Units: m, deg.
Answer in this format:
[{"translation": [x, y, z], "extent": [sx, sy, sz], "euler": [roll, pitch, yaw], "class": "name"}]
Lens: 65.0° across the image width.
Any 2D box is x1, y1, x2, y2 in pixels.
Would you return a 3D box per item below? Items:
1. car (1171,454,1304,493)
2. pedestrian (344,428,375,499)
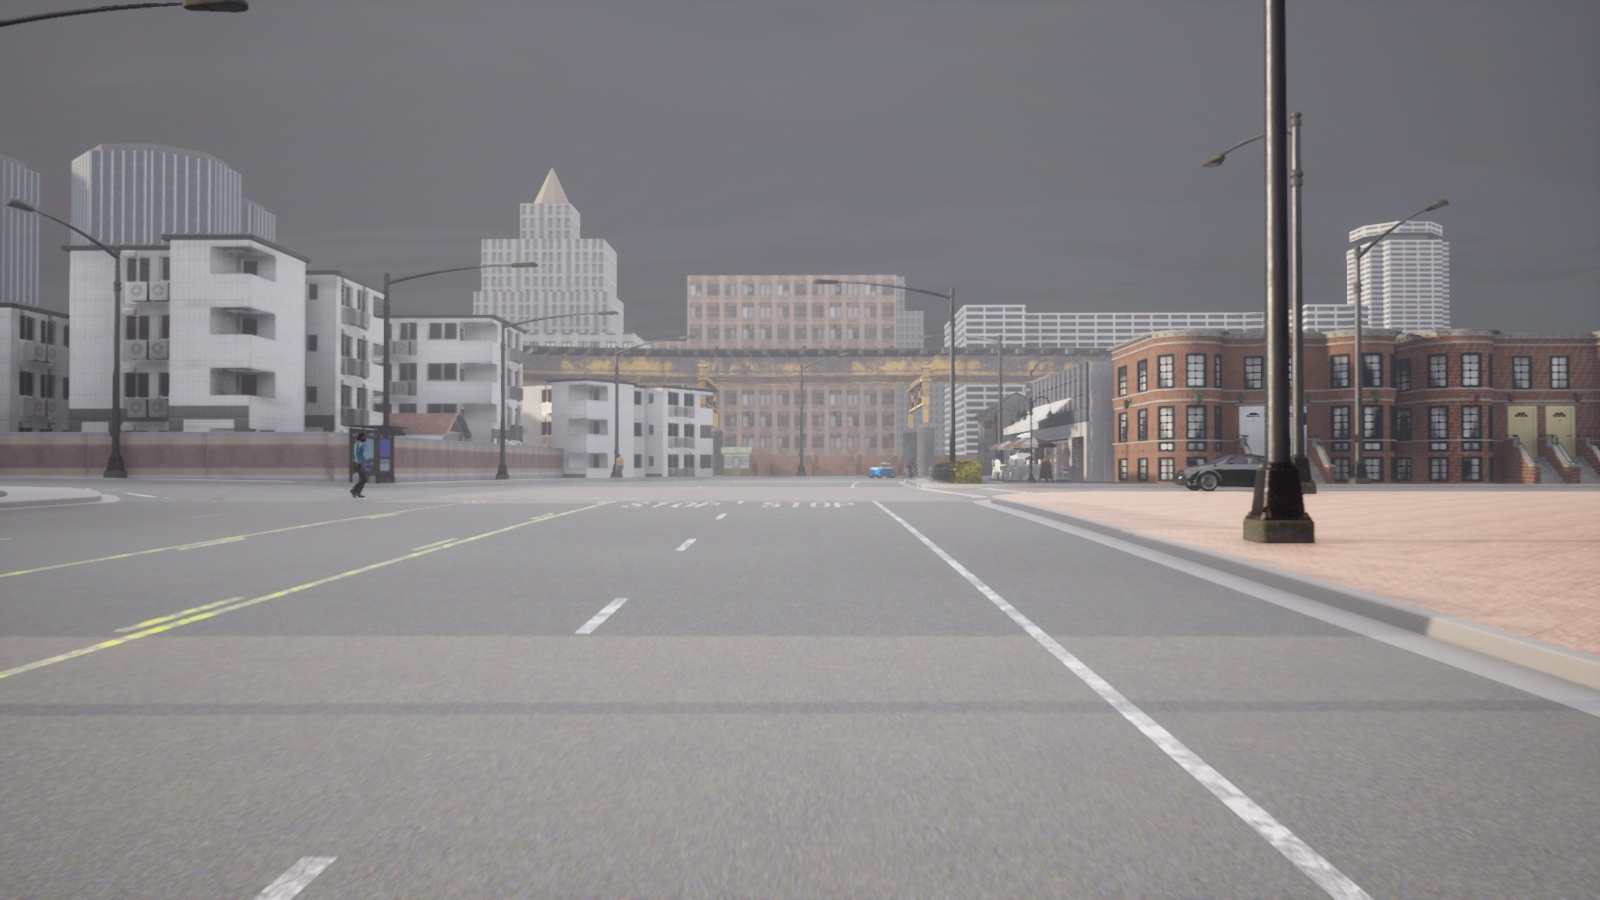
[{"translation": [15.965, 0.853, 46.017], "extent": [4.181, 1.385, 1.994], "euler": [0, -1, 1], "class": "car"}, {"translation": [-12.066, 0.373, 34.415], "extent": [0.692, 1.930, 0.396], "euler": [0, -1, -3], "class": "pedestrian"}]
